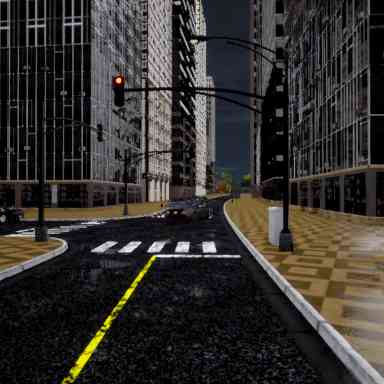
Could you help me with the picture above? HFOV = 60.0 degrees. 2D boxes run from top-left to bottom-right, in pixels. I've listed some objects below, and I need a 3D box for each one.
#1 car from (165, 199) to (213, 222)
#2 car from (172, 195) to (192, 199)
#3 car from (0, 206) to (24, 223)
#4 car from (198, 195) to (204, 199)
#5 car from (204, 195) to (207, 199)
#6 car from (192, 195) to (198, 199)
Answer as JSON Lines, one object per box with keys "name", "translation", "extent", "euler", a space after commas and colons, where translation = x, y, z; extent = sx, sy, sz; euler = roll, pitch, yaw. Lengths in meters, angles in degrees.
{"name": "car", "translation": [-0.106, 1.537, 26.532], "extent": [2.033, 1.411, 5.357], "euler": [0, 0, 26]}
{"name": "car", "translation": [-1.546, 1.328, 36.185], "extent": [2.097, 1.767, 4.553], "euler": [0, 0, 5]}
{"name": "car", "translation": [-16.426, 1.854, 28.068], "extent": [4.403, 1.369, 2.008], "euler": [-1, 1, 10]}
{"name": "car", "translation": [0.320, 1.296, 55.290], "extent": [2.097, 1.767, 4.553], "euler": [0, 0, 7]}
{"name": "car", "translation": [2.021, 1.406, 68.053], "extent": [2.128, 1.511, 4.902], "euler": [0, 0, 8]}
{"name": "car", "translation": [-0.771, 1.315, 45.119], "extent": [2.097, 1.767, 4.553], "euler": [0, 0, 6]}
